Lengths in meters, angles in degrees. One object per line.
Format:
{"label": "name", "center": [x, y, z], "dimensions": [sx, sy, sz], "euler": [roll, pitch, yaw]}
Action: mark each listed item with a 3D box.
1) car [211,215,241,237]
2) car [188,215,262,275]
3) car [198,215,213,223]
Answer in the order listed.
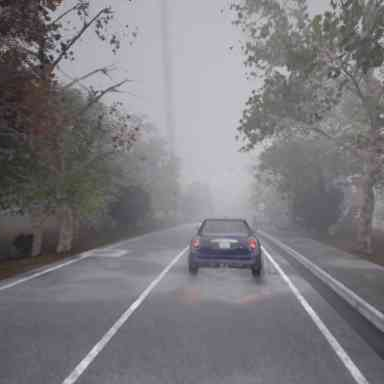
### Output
{"label": "car", "center": [2.649, 2.506, 25.443], "dimensions": [2.033, 1.411, 5.357], "euler": [0, -4, 7]}
{"label": "car", "center": [1.145, 1.568, 11.343], "dimensions": [2.097, 1.767, 4.553], "euler": [0, -2, 7]}
{"label": "car", "center": [2.220, 4.311, 53.575], "dimensions": [1.895, 1.301, 4.718], "euler": [0, -3, 9]}
